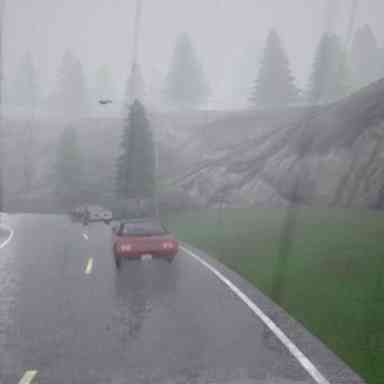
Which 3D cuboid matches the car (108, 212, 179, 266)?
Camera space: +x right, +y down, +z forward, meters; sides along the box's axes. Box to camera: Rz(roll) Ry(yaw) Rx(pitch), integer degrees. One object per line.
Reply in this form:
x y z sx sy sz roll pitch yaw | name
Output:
-1.854 1.612 11.761 1.895 1.301 4.718 0 0 -15 | car

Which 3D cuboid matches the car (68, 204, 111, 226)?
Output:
-7.363 1.592 23.984 2.033 1.411 5.357 0 0 -34 | car
